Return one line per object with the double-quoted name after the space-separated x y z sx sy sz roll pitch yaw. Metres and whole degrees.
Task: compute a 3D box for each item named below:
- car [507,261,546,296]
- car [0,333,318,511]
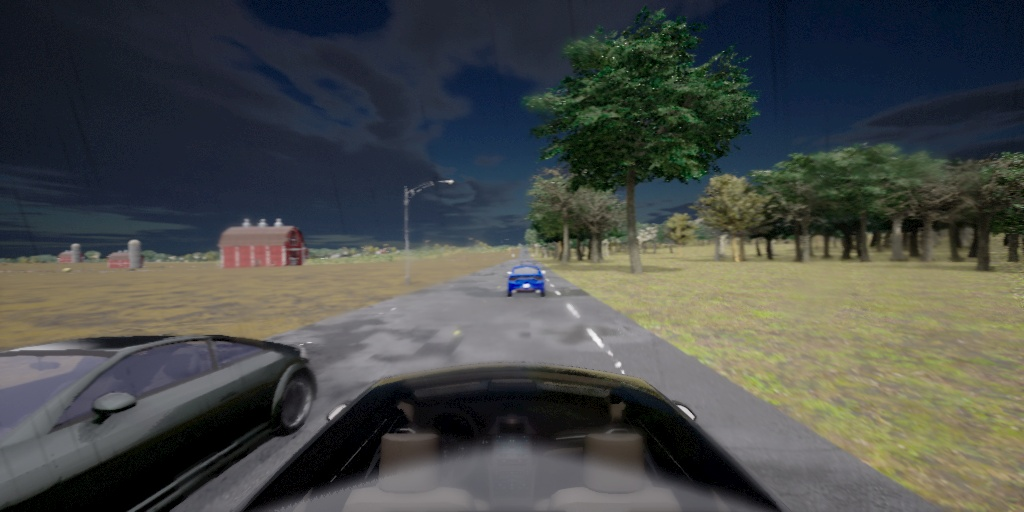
0.780 1.230 19.313 1.882 1.535 5.008 -1 0 3 "car"
-3.515 1.399 2.849 1.994 1.385 4.181 -1 0 2 "car"
